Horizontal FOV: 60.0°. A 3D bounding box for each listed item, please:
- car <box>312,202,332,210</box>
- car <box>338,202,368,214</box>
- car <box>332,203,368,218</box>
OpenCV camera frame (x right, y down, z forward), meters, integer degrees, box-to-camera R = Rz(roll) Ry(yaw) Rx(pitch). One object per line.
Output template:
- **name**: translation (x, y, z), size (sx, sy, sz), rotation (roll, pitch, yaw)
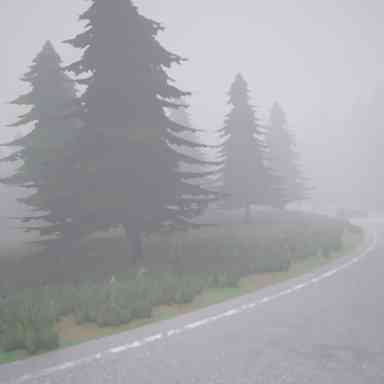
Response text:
- **car**: translation (21.699, 2.345, 55.183), size (1.895, 1.301, 4.718), rotation (-4, -1, -8)
- **car**: translation (20.491, 2.031, 42.548), size (1.895, 1.301, 4.718), rotation (-4, -2, 7)
- **car**: translation (15.991, 1.933, 33.560), size (1.812, 1.442, 4.674), rotation (-4, -2, 9)
